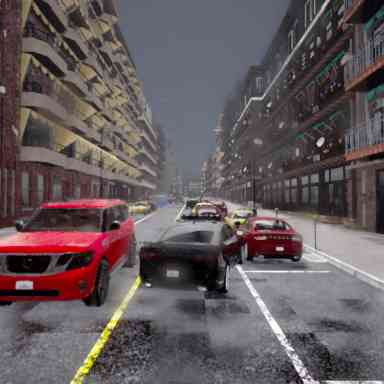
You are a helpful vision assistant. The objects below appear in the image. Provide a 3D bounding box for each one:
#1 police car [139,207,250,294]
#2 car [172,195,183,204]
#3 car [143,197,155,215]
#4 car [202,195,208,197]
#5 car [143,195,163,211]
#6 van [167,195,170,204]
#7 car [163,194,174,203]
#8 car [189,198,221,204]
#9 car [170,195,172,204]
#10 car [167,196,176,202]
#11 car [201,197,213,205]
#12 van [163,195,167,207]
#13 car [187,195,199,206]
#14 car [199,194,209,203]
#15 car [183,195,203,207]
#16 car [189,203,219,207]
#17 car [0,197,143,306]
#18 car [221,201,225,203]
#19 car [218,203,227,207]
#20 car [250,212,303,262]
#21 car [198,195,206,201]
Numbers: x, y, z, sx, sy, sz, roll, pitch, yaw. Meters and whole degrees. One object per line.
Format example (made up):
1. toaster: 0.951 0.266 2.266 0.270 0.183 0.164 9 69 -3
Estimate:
1. police car: 0.298 1.431 9.129 1.930 1.638 5.238 0 0 15
2. car: -2.588 1.671 67.510 1.812 1.442 4.674 0 0 0
3. car: -5.214 1.571 34.109 1.752 1.417 4.829 2 0 0
4. car: 2.719 1.649 56.320 1.887 1.381 4.507 1 0 0
5. car: -5.195 1.373 39.811 2.192 1.841 5.009 2 0 0
6. van: -5.157 1.446 56.401 1.690 1.788 3.998 1 0 0
7. car: -5.116 1.482 72.992 2.192 1.841 5.009 1 0 0
8. car: 0.885 1.482 24.941 1.801 1.575 5.366 0 0 0
9. car: -5.130 1.460 67.462 2.192 1.841 5.009 1 0 0
10. car: -5.097 1.781 84.053 1.947 1.339 4.313 1 0 0
11. car: 2.732 1.669 61.850 1.887 1.381 4.507 1 0 0
12. van: -5.169 1.428 50.869 1.690 1.788 3.998 2 0 0
13. car: 0.142 1.467 59.439 2.097 1.767 4.553 0 0 0
14. car: 2.742 1.504 78.444 2.192 1.841 5.009 1 0 0
15. car: 0.120 1.550 45.600 1.882 1.535 5.008 0 0 0
16. car: 0.870 1.543 18.747 1.812 1.442 4.674 0 0 0
17. car: -2.828 1.226 8.389 2.150 2.045 5.566 0 0 0
18. car: 2.666 1.591 34.197 1.887 1.381 4.507 1 0 0
19. car: 2.628 1.541 17.776 1.752 1.417 4.829 1 0 0
20. car: 2.613 1.554 12.074 1.887 1.381 4.507 1 0 0
21. car: 2.765 1.682 89.507 1.967 1.590 4.097 1 0 0
